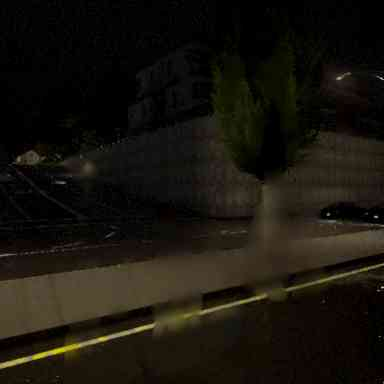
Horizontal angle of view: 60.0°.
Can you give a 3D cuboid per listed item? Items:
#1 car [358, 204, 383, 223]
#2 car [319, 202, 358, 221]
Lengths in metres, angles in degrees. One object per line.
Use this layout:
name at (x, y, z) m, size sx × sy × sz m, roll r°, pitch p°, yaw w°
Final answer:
car at (14.241, 1.528, 23.965) m, size 4.181 × 1.385 × 1.994 m, roll 0°, pitch 0°, yaw -35°
car at (12.112, 1.528, 26.745) m, size 4.181 × 1.385 × 1.994 m, roll 0°, pitch 0°, yaw -35°
